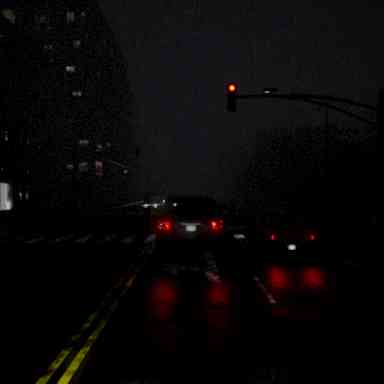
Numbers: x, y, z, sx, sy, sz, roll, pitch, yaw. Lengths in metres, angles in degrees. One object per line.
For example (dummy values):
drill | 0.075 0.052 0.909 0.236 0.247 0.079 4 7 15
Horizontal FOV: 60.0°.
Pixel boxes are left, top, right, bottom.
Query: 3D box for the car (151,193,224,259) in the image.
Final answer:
car | -0.143 1.133 12.344 2.150 2.045 5.566 0 0 -2

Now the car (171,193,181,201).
car | -3.262 0.996 70.416 1.882 1.535 5.008 0 0 0

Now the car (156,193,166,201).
car | -6.514 1.043 70.388 1.812 1.442 4.674 0 0 0

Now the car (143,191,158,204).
car | -6.580 0.844 54.741 2.150 2.045 5.566 0 0 0

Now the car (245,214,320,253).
car | 3.302 1.506 13.141 1.895 1.301 4.718 0 0 0

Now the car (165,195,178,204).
car | -3.330 1.187 54.842 1.994 1.385 4.181 0 0 0
